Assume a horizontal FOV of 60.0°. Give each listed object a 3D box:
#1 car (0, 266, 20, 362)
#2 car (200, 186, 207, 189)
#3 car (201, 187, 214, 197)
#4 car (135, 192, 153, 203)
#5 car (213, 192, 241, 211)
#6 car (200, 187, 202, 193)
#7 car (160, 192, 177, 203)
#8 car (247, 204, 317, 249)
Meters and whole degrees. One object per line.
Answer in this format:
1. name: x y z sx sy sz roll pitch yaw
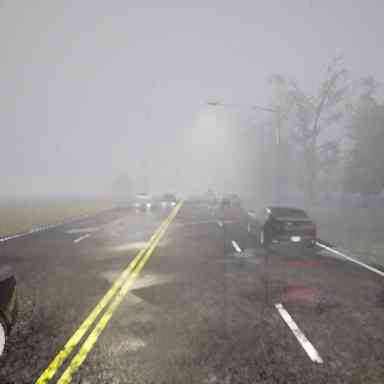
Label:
1. car: -3.349 1.470 2.582 1.882 1.535 5.008 0 1 0
2. car: 3.552 -0.105 86.744 1.895 1.301 4.718 0 2 0
3. car: 3.470 0.262 64.755 2.163 1.488 4.792 0 1 0
4. car: -6.433 0.731 44.919 1.812 1.442 4.674 0 1 0
5. car: 3.465 0.907 31.282 2.128 1.511 4.902 0 0 0
6. car: 3.521 0.120 75.750 1.895 1.301 4.718 1 1 0
7. car: -3.175 0.739 45.930 1.994 1.385 4.181 0 1 0
8. car: 3.414 1.243 13.311 1.837 1.490 4.892 1 1 0
